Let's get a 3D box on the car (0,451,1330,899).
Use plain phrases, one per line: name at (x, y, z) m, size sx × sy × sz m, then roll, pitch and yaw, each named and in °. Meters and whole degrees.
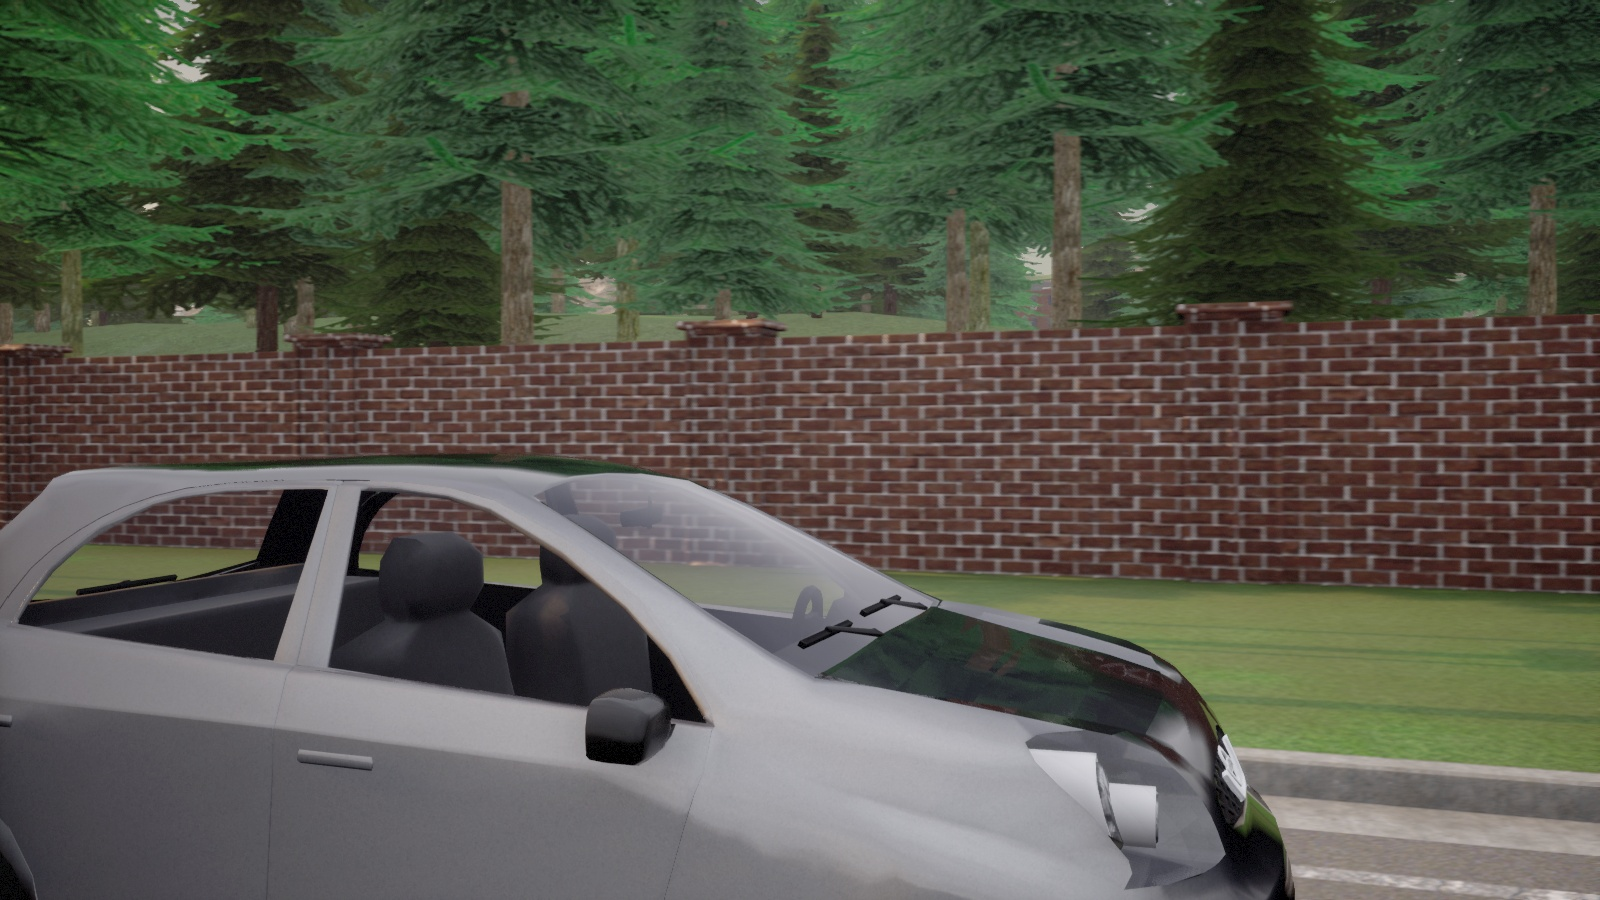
car at (-0.613, 0.784, 3.400) m, size 3.633 × 1.501 × 1.845 m, roll 1°, pitch 1°, yaw 19°
